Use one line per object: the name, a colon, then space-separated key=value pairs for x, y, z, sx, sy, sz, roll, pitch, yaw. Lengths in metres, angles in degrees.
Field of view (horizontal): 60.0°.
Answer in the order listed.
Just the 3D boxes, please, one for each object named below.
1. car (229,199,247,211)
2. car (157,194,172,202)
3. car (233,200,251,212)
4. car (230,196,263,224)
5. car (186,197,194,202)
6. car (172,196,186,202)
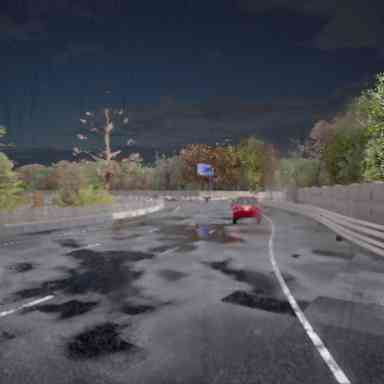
car: x=6.712 y=1.824 z=48.820 sx=1.882 sy=1.535 sz=5.008 roll=1 pitch=0 yaw=-1
car: x=-7.487 y=1.893 z=87.168 sx=1.812 sy=1.442 sz=4.674 roll=1 pitch=0 yaw=-23
car: x=6.547 y=1.845 z=44.126 sx=1.812 sy=1.442 sz=4.674 roll=1 pitch=0 yaw=2
car: x=4.519 y=1.414 z=27.071 sx=2.150 sy=2.045 sz=5.566 roll=1 pitch=-2 yaw=11
car: x=-1.070 y=2.060 z=89.961 sx=1.895 sy=1.301 sz=4.718 roll=1 pitch=0 yaw=-23
car: x=-4.270 y=1.948 z=88.564 sx=2.128 sy=1.511 sz=4.902 roll=1 pitch=0 yaw=-23
